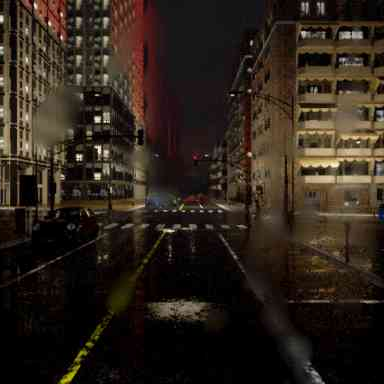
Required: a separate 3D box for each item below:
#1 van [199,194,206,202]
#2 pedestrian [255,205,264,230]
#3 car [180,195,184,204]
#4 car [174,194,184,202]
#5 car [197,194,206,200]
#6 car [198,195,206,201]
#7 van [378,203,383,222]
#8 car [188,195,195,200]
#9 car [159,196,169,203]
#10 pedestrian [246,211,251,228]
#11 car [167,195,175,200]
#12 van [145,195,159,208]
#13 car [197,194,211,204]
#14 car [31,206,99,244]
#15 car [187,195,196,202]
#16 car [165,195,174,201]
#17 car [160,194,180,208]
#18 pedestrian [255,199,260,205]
[{"bbox_3d":[2.587,1.374,81.197,1.690,1.788,3.998,0,0,0],"label":"van"},{"bbox_3d":[4.002,1.575,19.510,0.375,1.300,0.375,0,0,0],"label":"pedestrian"},{"bbox_3d":[-3.126,1.371,64.186,2.097,1.767,4.553,0,0,0],"label":"car"},{"bbox_3d":[-3.097,1.375,79.199,2.097,1.767,4.553,0,0,0],"label":"car"},{"bbox_3d":[2.573,1.358,92.298,2.192,1.841,5.009,0,0,0],"label":"car"},{"bbox_3d":[2.581,1.588,86.747,2.008,1.369,4.403,0,0,0],"label":"car"},{"bbox_3d":[16.897,1.705,26.166,3.998,1.788,1.690,1,-1,0],"label":"van"},{"bbox_3d":[-0.107,1.440,87.388,1.994,1.385,4.181,0,0,0],"label":"car"},{"bbox_3d":[-5.778,1.549,69.913,1.752,1.417,4.829,0,0,0],"label":"car"},{"bbox_3d":[3.573,1.675,20.752,0.500,1.100,0.500,0,0,0],"label":"pedestrian"},{"bbox_3d":[-5.807,1.568,92.116,1.752,1.417,4.829,0,0,0],"label":"car"},{"bbox_3d":[-5.751,1.351,47.879,1.690,1.788,3.998,0,0,0],"label":"van"},{"bbox_3d":[2.608,1.335,64.544,2.192,1.841,5.009,0,0,0],"label":"car"},{"bbox_3d":[-5.710,1.441,15.405,1.967,1.590,4.097,0,0,0],"label":"car"},{"bbox_3d":[-0.094,1.376,77.318,2.097,1.767,4.553,0,0,0],"label":"car"},{"bbox_3d":[-5.800,1.477,86.735,1.967,1.590,4.097,0,0,0],"label":"car"},{"bbox_3d":[-3.151,1.362,47.466,2.097,1.767,4.553,0,0,0],"label":"car"},{"bbox_3d":[4.000,1.295,20.151,0.375,1.860,0.375,0,0,0],"label":"pedestrian"}]
